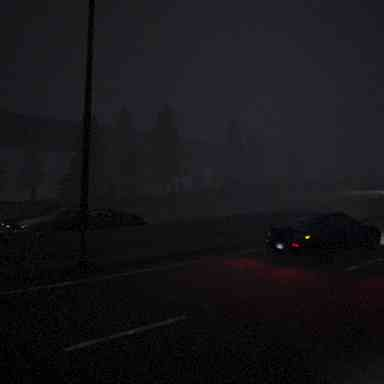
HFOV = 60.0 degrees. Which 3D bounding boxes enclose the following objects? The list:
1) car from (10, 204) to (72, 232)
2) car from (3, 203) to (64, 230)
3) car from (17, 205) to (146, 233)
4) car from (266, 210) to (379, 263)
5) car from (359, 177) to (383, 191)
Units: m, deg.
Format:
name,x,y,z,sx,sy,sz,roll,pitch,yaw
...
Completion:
name,x,y,z,sx,sy,sz,roll,pitch,yaw
car,-6.266,1.485,16.718,4.674,1.442,1.812,-1,1,-35
car,-8.329,1.467,19.547,4.892,1.490,1.837,-1,1,-35
car,-4.266,1.451,13.846,4.902,1.511,2.128,-1,1,-35
car,4.489,1.327,11.249,4.674,1.442,1.812,-3,2,-35
car,23.033,-1.051,41.898,5.008,1.535,1.882,-5,3,-35
